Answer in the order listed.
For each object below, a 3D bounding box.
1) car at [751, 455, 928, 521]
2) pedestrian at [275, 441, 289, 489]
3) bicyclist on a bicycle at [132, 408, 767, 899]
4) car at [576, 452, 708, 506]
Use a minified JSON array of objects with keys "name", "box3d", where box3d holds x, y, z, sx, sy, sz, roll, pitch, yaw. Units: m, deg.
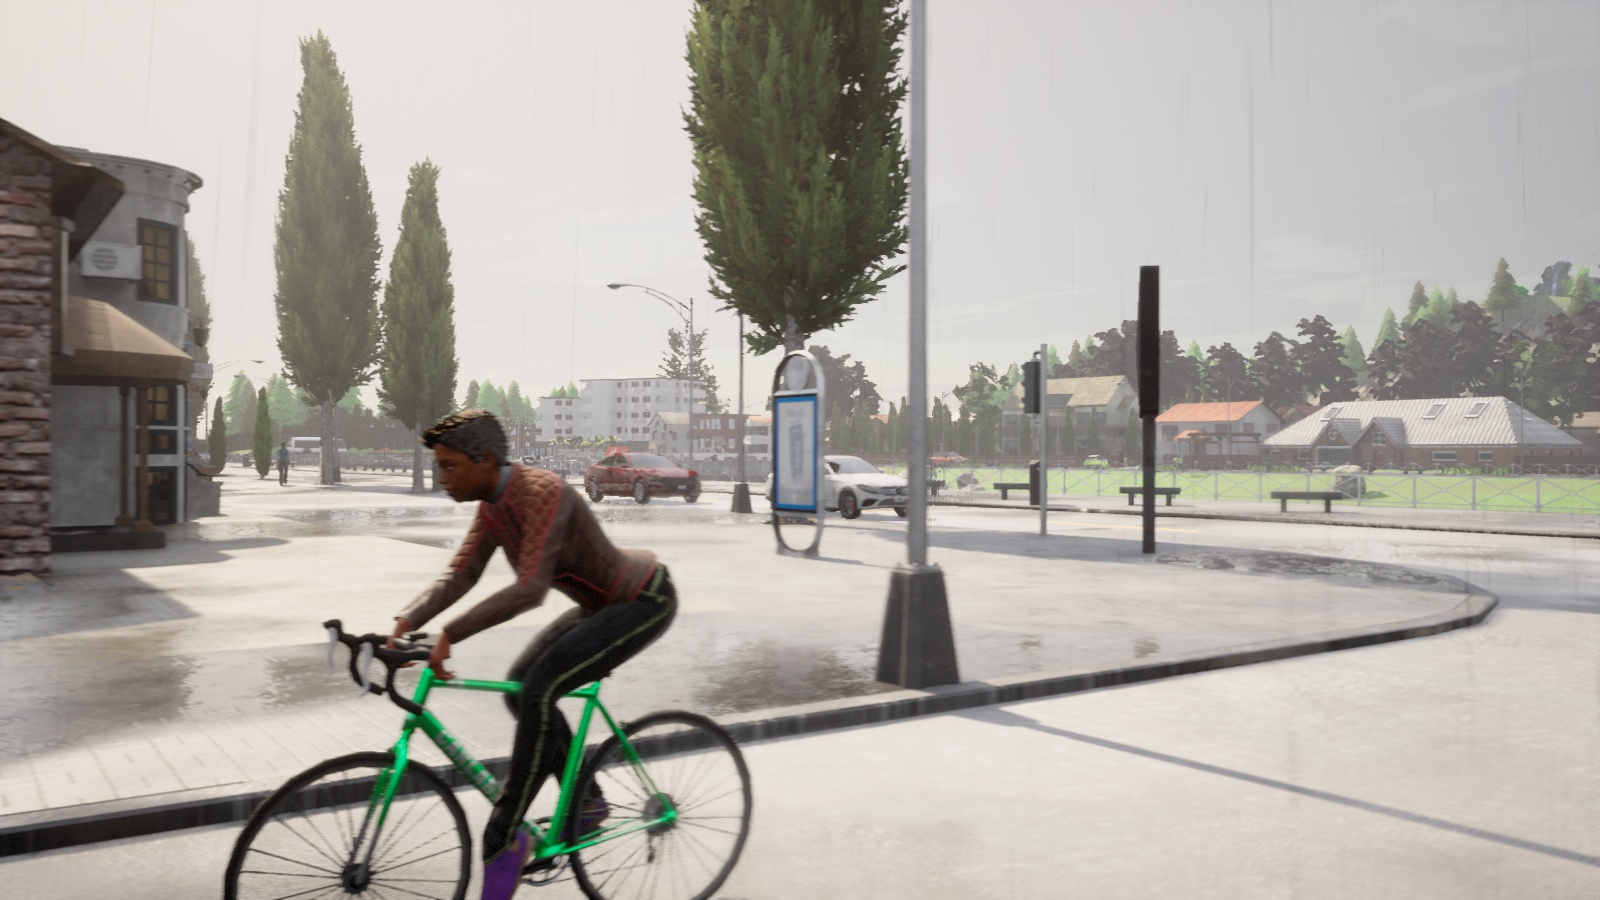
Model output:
[{"name":"car","box3d":[0.850,0.843,30.103,1.812,1.442,4.674,0,0,-35]},{"name":"pedestrian","box3d":[-21.160,0.617,51.271,0.396,1.930,0.692,0,0,-34]},{"name":"bicyclist on a bicycle","box3d":[-0.950,0.709,3.623,1.656,1.620,0.582,0,0,-35]},{"name":"car","box3d":[-4.904,0.827,38.363,1.882,1.535,5.008,0,0,-35]}]
